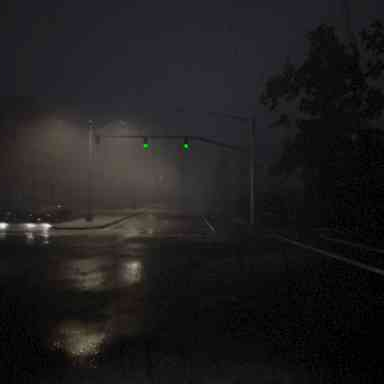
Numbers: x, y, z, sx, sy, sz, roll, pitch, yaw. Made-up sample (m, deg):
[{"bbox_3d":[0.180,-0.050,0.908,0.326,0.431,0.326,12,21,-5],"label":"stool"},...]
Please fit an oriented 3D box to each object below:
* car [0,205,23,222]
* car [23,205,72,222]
[{"bbox_3d":[-15.560,1.794,28.549,1.994,1.385,4.181,0,-1,-1],"label":"car"},{"bbox_3d":[-12.063,1.798,28.821,2.033,1.411,5.357,0,-1,-1],"label":"car"}]
